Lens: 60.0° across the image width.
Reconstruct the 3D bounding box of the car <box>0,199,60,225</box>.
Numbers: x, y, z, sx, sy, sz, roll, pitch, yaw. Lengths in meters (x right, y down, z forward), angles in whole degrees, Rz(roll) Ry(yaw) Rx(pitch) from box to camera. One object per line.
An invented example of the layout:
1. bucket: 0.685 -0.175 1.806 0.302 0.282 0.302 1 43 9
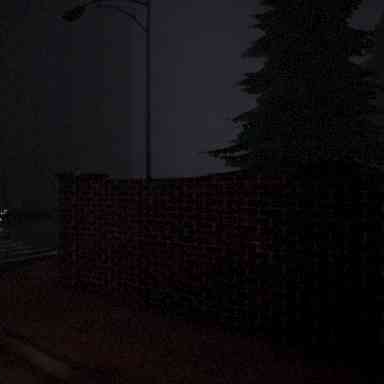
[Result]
1. car: -11.533 1.285 23.251 2.097 1.767 4.553 0 0 35
